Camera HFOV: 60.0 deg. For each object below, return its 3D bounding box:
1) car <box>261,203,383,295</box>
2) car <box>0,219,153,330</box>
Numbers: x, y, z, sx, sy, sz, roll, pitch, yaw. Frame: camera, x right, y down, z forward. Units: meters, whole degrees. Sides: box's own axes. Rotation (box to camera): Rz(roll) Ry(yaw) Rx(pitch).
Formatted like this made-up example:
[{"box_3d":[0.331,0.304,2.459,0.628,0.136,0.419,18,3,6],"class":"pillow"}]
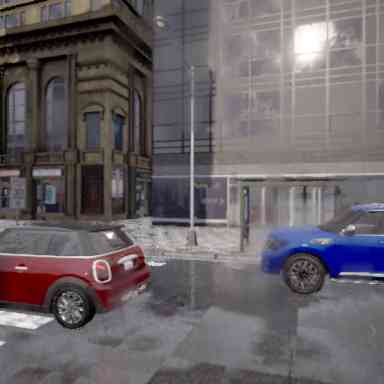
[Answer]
[{"box_3d":[4.486,1.273,7.853,5.566,2.045,2.150,0,0,18],"class":"car"},{"box_3d":[-3.215,1.418,6.991,4.553,1.767,2.097,0,0,18],"class":"car"}]
